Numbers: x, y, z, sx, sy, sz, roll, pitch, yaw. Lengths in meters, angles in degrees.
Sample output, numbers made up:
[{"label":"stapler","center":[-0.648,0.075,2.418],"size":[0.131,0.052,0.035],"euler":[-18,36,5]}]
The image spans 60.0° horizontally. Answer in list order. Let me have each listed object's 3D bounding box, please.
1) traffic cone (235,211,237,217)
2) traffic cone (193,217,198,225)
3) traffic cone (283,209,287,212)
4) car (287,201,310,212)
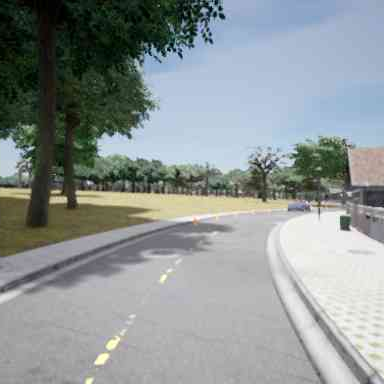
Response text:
[{"label":"traffic cone","center":[4.302,2.104,32.598],"size":[0.340,0.580,0.340],"euler":[0,-1,27]},{"label":"traffic cone","center":[0.216,1.985,23.096],"size":[0.340,0.580,0.340],"euler":[0,-1,19]},{"label":"traffic cone","center":[12.714,2.392,45.502],"size":[0.340,0.580,0.340],"euler":[-1,-2,37]},{"label":"car","center":[14.187,1.932,44.088],"size":[1.812,1.442,4.674],"euler":[-1,-2,37]}]
